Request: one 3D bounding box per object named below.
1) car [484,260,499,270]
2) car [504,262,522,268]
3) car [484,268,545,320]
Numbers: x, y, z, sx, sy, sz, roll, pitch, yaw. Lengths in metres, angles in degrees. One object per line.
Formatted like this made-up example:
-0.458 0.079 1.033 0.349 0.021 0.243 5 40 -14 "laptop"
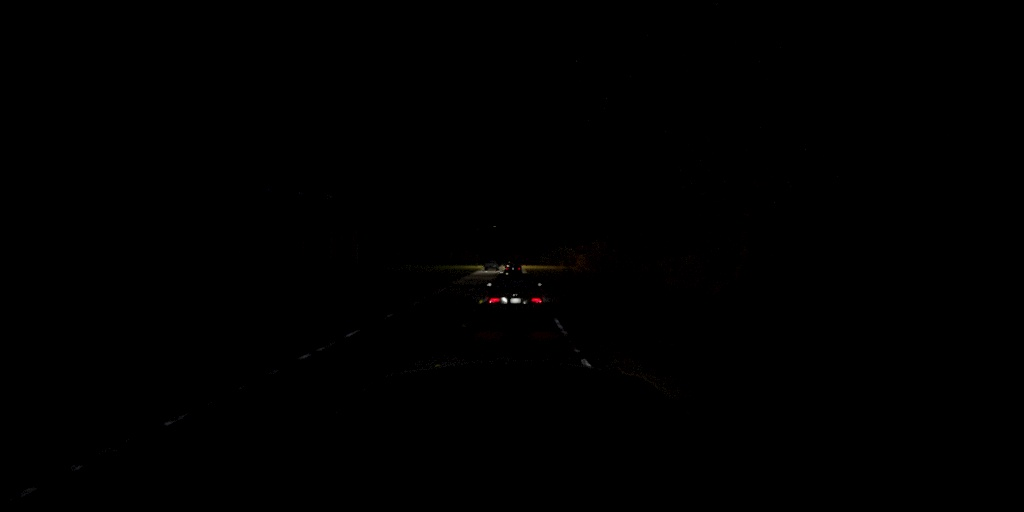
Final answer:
-2.790 1.314 49.372 1.812 1.442 4.674 0 0 1 "car"
0.102 1.332 38.422 2.033 1.411 5.357 0 0 0 "car"
0.097 1.311 12.641 2.033 1.411 5.357 0 0 0 "car"
